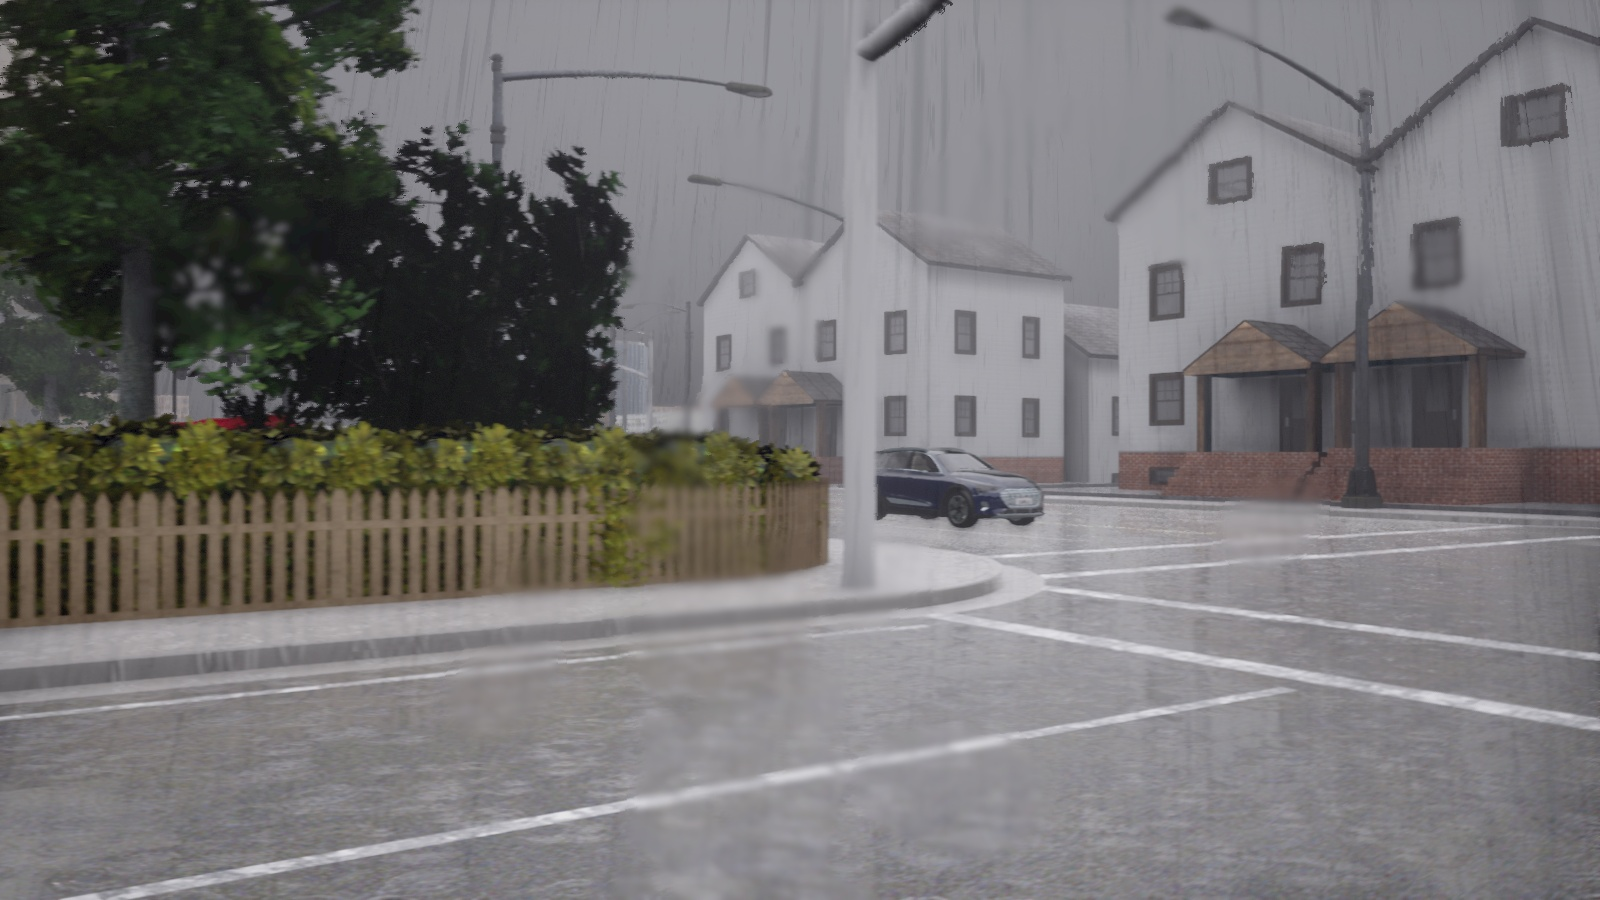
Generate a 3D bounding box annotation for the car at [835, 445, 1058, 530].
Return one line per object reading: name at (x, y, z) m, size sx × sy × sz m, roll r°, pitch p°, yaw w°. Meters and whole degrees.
car at (3.006, 0.734, 26.844) m, size 2.033 × 1.649 × 4.856 m, roll 0°, pitch 0°, yaw -35°
